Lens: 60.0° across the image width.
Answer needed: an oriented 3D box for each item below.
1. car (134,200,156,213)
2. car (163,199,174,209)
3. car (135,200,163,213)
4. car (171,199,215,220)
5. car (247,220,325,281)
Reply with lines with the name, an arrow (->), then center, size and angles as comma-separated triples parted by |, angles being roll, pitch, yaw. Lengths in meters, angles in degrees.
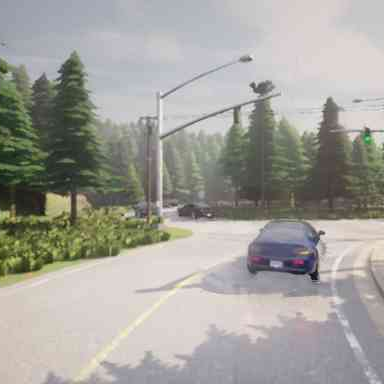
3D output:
car -> -5.902, 1.803, 42.498 | 1.812, 1.442, 4.674 | 0, 0, 4
car -> -3.516, 1.833, 52.564 | 2.128, 1.511, 4.902 | 0, 0, 24
car -> -4.477, 1.724, 32.690 | 1.837, 1.490, 4.892 | 0, 0, -18
car -> 0.243, 1.718, 30.456 | 1.837, 1.490, 4.892 | 0, 0, -30
car -> 2.984, 1.593, 10.165 | 1.812, 1.442, 4.674 | 0, 0, 24
